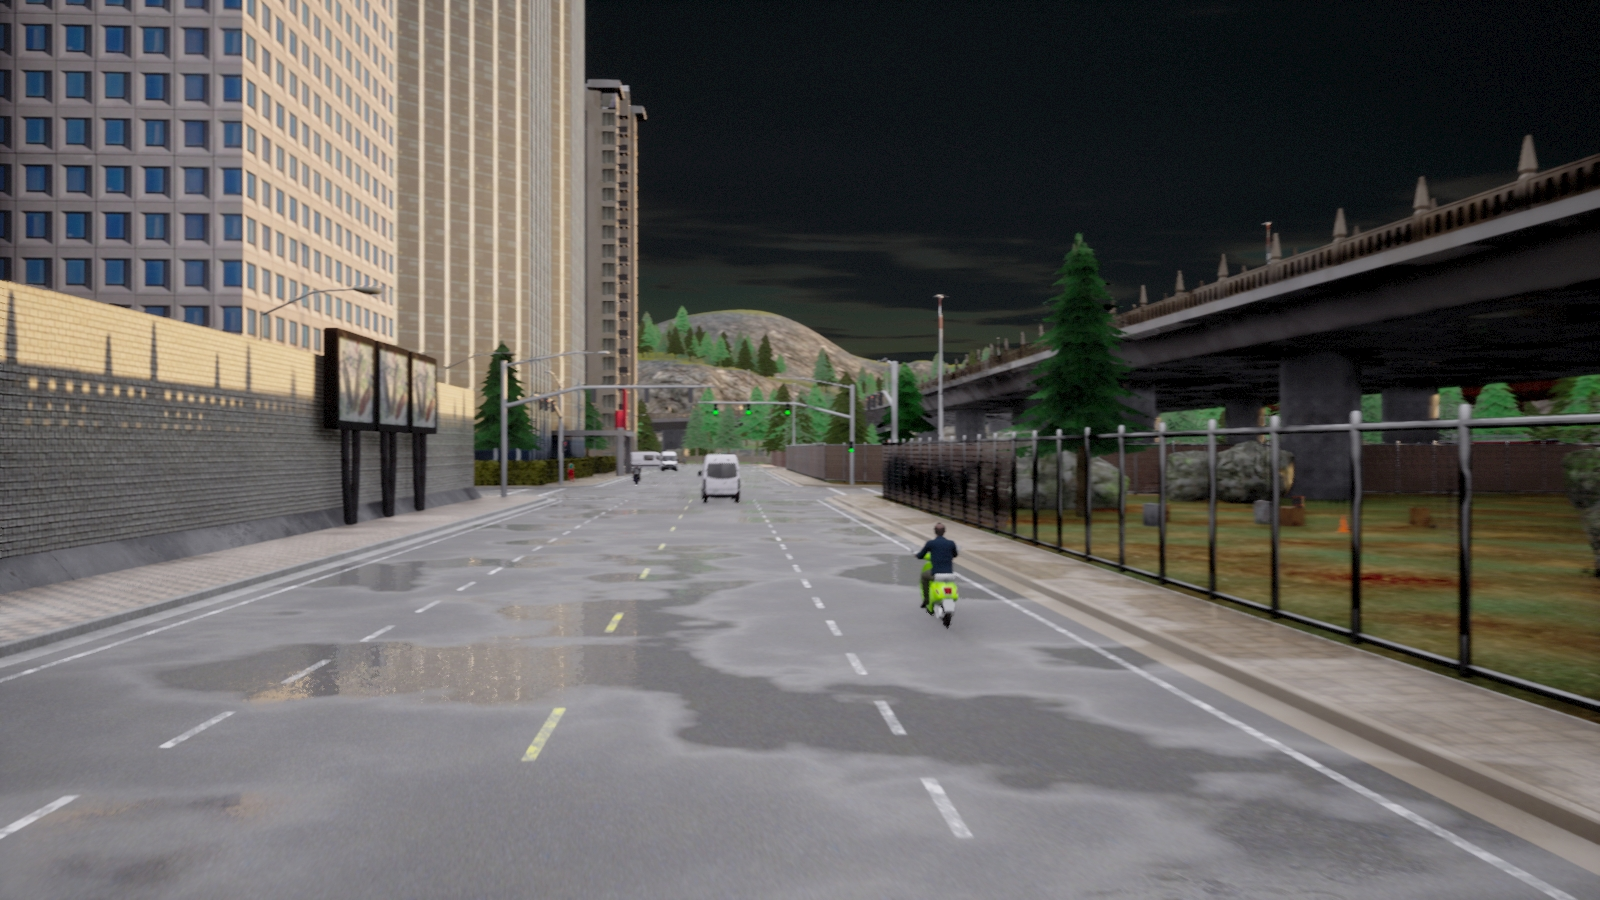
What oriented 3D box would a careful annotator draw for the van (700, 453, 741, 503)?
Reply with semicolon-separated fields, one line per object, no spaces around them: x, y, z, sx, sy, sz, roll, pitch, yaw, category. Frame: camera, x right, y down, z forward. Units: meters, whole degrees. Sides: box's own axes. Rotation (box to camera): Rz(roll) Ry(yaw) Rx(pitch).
-4.383;1.464;62.495;1.988;2.561;5.915;0;0;-6;van
